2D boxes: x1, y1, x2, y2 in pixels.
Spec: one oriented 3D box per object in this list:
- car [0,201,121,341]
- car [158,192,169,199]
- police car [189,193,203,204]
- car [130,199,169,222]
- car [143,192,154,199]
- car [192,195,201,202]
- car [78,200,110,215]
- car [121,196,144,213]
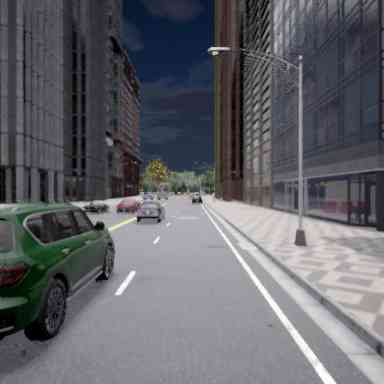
[{"bbox_3d":[-3.150,1.217,6.636,2.150,2.045,5.566,0,0,0],"label":"car"},{"bbox_3d":[-6.516,0.908,75.473,2.150,2.045,5.566,0,0,0],"label":"car"},{"bbox_3d":[0.962,1.370,61.890,1.930,1.638,5.238,0,0,0],"label":"police car"},{"bbox_3d":[-3.154,1.530,26.147,2.033,1.411,5.357,0,0,0],"label":"car"},{"bbox_3d":[-9.765,0.943,75.057,2.150,2.045,5.566,0,0,0],"label":"car"},{"bbox_3d":[0.960,1.388,71.971,1.801,1.575,5.366,0,0,0],"label":"car"},{"bbox_3d":[-9.852,1.575,33.952,1.895,1.301,4.718,0,0,0],"label":"car"},{"bbox_3d":[-6.599,1.451,34.854,1.882,1.535,5.008,0,0,0],"label":"car"}]
